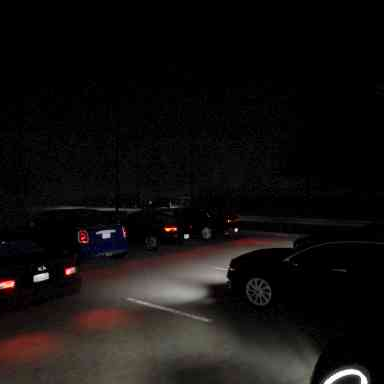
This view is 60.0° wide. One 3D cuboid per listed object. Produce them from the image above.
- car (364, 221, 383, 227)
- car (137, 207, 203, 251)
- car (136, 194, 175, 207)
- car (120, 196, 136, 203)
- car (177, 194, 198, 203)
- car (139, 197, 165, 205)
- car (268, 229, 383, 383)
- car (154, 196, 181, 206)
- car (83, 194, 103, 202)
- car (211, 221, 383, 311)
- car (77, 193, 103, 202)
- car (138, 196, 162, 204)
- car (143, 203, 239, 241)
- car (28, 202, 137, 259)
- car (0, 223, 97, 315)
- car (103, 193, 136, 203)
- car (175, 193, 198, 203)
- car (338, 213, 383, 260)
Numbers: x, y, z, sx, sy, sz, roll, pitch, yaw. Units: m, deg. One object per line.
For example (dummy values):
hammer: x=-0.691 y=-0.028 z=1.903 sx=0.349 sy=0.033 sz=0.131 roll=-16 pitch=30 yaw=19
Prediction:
car: x=5.091 y=1.526 z=8.952 sx=4.674 sy=1.442 sz=1.812 roll=0 pitch=0 yaw=36
car: x=-2.075 y=1.529 z=14.082 sx=4.674 sy=1.442 sz=1.812 roll=0 pitch=0 yaw=36
car: x=-4.940 y=1.362 z=45.262 sx=2.097 sy=1.767 sz=4.553 roll=0 pitch=0 yaw=36
car: x=-7.519 y=1.612 z=47.669 sx=1.895 sy=1.301 sz=4.718 roll=0 pitch=0 yaw=36
car: x=0.437 y=1.500 z=52.657 sx=2.128 sy=1.511 sz=4.902 roll=0 pitch=0 yaw=36
car: x=-7.215 y=1.614 z=59.960 sx=1.895 sy=1.301 sz=4.718 roll=0 pitch=0 yaw=36
car: x=3.009 y=1.352 z=1.842 sx=4.553 sy=1.767 sz=2.097 roll=0 pitch=0 yaw=36
car: x=-4.247 y=1.490 z=58.098 sx=1.882 sy=1.535 sz=5.008 roll=0 pitch=0 yaw=36
car: x=-13.658 y=1.505 z=51.122 sx=2.128 sy=1.511 sz=4.902 roll=0 pitch=0 yaw=36
car: x=2.972 y=1.505 z=6.174 sx=4.892 sy=1.490 sz=1.837 roll=0 pitch=0 yaw=36
car: x=-15.836 y=1.236 z=54.089 sx=2.150 sy=2.045 sz=5.566 roll=0 pitch=0 yaw=35
car: x=-8.143 y=1.520 z=64.577 sx=1.837 sy=1.490 sz=4.892 roll=0 pitch=0 yaw=36
car: x=0.086 y=1.508 z=16.833 sx=4.892 sy=1.490 sz=1.837 roll=0 pitch=0 yaw=36
car: x=-4.337 y=1.355 z=11.392 sx=4.553 sy=1.767 sz=2.097 roll=0 pitch=0 yaw=36
car: x=-4.690 y=1.550 z=7.333 sx=5.357 sy=1.411 sz=2.033 roll=0 pitch=0 yaw=36
car: x=-10.157 y=1.234 z=49.996 sx=2.150 sy=2.045 sz=5.566 roll=0 pitch=0 yaw=35
car: x=-0.526 y=1.230 z=57.251 sx=2.150 sy=2.045 sz=5.566 roll=0 pitch=0 yaw=38
car: x=8.011 y=1.547 z=11.171 sx=5.357 sy=1.411 sz=2.033 roll=0 pitch=0 yaw=36
